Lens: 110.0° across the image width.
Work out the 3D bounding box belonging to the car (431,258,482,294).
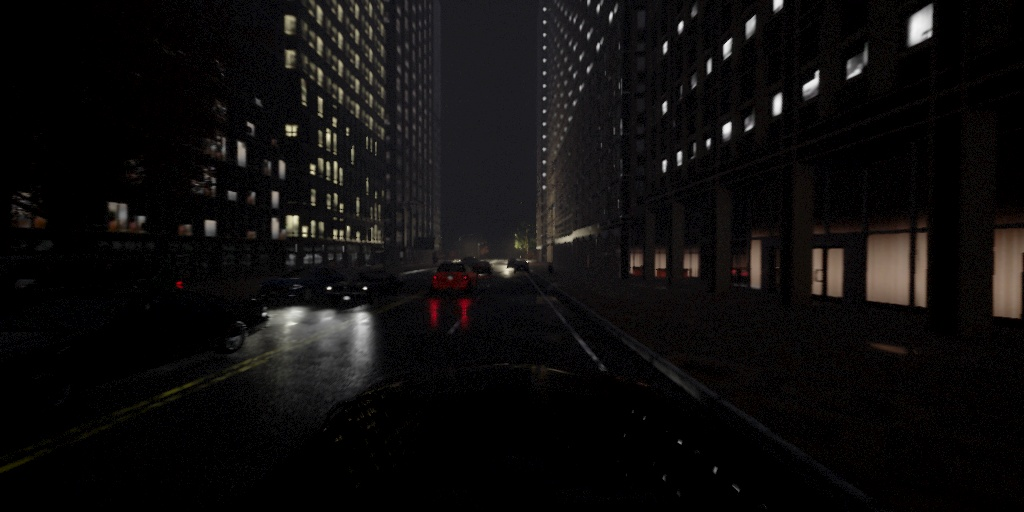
[{"bbox_3d":[-3.175,1.139,20.667,2.097,1.767,4.553,0,0,1],"label":"car"}]

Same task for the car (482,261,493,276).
[{"bbox_3d":[-3.157,1.300,39.071,1.882,1.535,5.008,0,0,0],"label":"car"}]

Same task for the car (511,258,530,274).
[{"bbox_3d":[1.149,1.315,43.968,1.882,1.535,5.008,0,0,0],"label":"car"}]

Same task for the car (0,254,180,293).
[{"bbox_3d":[-9.841,0.970,7.259,2.150,2.045,5.566,0,0,0],"label":"car"}]

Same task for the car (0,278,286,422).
[{"bbox_3d":[-6.598,1.298,6.062,2.033,1.411,5.357,0,0,0],"label":"car"}]

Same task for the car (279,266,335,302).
[{"bbox_3d":[-9.802,1.248,17.292,1.882,1.535,5.008,0,0,1],"label":"car"}]

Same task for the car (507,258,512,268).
[{"bbox_3d":[0.017,1.354,62.132,2.128,1.511,4.902,0,0,0],"label":"car"}]

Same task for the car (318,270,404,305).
[{"bbox_3d":[-6.558,1.374,16.442,1.895,1.301,4.718,0,0,0],"label":"car"}]

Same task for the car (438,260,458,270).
[{"bbox_3d":[-9.769,1.387,55.312,2.033,1.411,5.357,0,0,1],"label":"car"}]

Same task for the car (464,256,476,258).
[{"bbox_3d":[-6.527,1.067,55.266,2.150,2.045,5.566,0,0,1],"label":"car"}]
